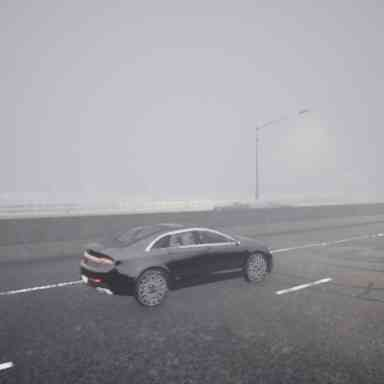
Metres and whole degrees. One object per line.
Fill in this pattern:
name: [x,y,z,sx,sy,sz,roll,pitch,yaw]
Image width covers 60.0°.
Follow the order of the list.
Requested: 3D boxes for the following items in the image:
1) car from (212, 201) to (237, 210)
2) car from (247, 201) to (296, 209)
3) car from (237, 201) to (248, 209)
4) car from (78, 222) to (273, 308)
car: [4.263,1.566,32.799,4.718,1.301,1.895,0,0,-35]
car: [6.913,1.569,26.094,4.718,1.301,1.895,0,0,-35]
car: [7.014,1.511,30.461,5.357,1.411,2.033,0,0,-35]
car: [-0.140,1.486,7.941,4.902,1.511,2.128,0,0,-35]
